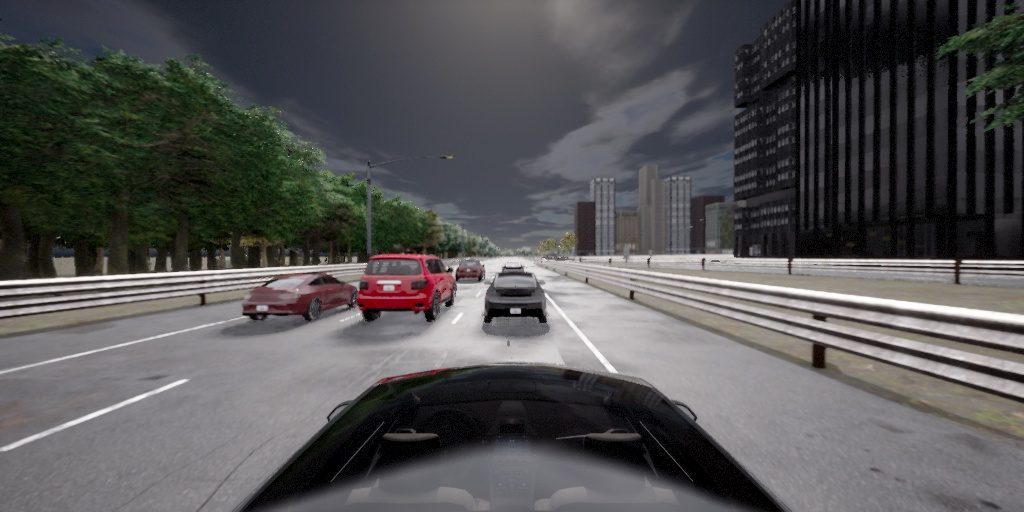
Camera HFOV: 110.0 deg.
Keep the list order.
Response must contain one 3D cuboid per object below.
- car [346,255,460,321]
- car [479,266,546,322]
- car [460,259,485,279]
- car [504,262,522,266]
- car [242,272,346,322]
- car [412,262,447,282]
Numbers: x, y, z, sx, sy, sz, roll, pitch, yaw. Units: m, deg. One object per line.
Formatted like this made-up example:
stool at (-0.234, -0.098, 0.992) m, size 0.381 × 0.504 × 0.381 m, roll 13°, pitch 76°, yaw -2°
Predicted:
car at (-3.401, 0.974, 12.590) m, size 2.150 × 2.045 × 5.566 m, roll 0°, pitch 0°, yaw 0°
car at (0.099, 1.258, 12.236) m, size 1.837 × 1.490 × 4.892 m, roll 0°, pitch 0°, yaw 0°
car at (-3.400, 1.111, 30.096) m, size 2.097 × 1.767 × 4.553 m, roll 0°, pitch 0°, yaw 0°
car at (0.100, 1.251, 30.299) m, size 2.128 × 1.511 × 4.902 m, roll 0°, pitch 0°, yaw 0°
car at (-6.902, 1.278, 12.211) m, size 1.812 × 1.442 × 4.674 m, roll 0°, pitch 0°, yaw 0°
car at (-6.900, 1.263, 30.432) m, size 1.837 × 1.490 × 4.892 m, roll 0°, pitch 0°, yaw 0°
